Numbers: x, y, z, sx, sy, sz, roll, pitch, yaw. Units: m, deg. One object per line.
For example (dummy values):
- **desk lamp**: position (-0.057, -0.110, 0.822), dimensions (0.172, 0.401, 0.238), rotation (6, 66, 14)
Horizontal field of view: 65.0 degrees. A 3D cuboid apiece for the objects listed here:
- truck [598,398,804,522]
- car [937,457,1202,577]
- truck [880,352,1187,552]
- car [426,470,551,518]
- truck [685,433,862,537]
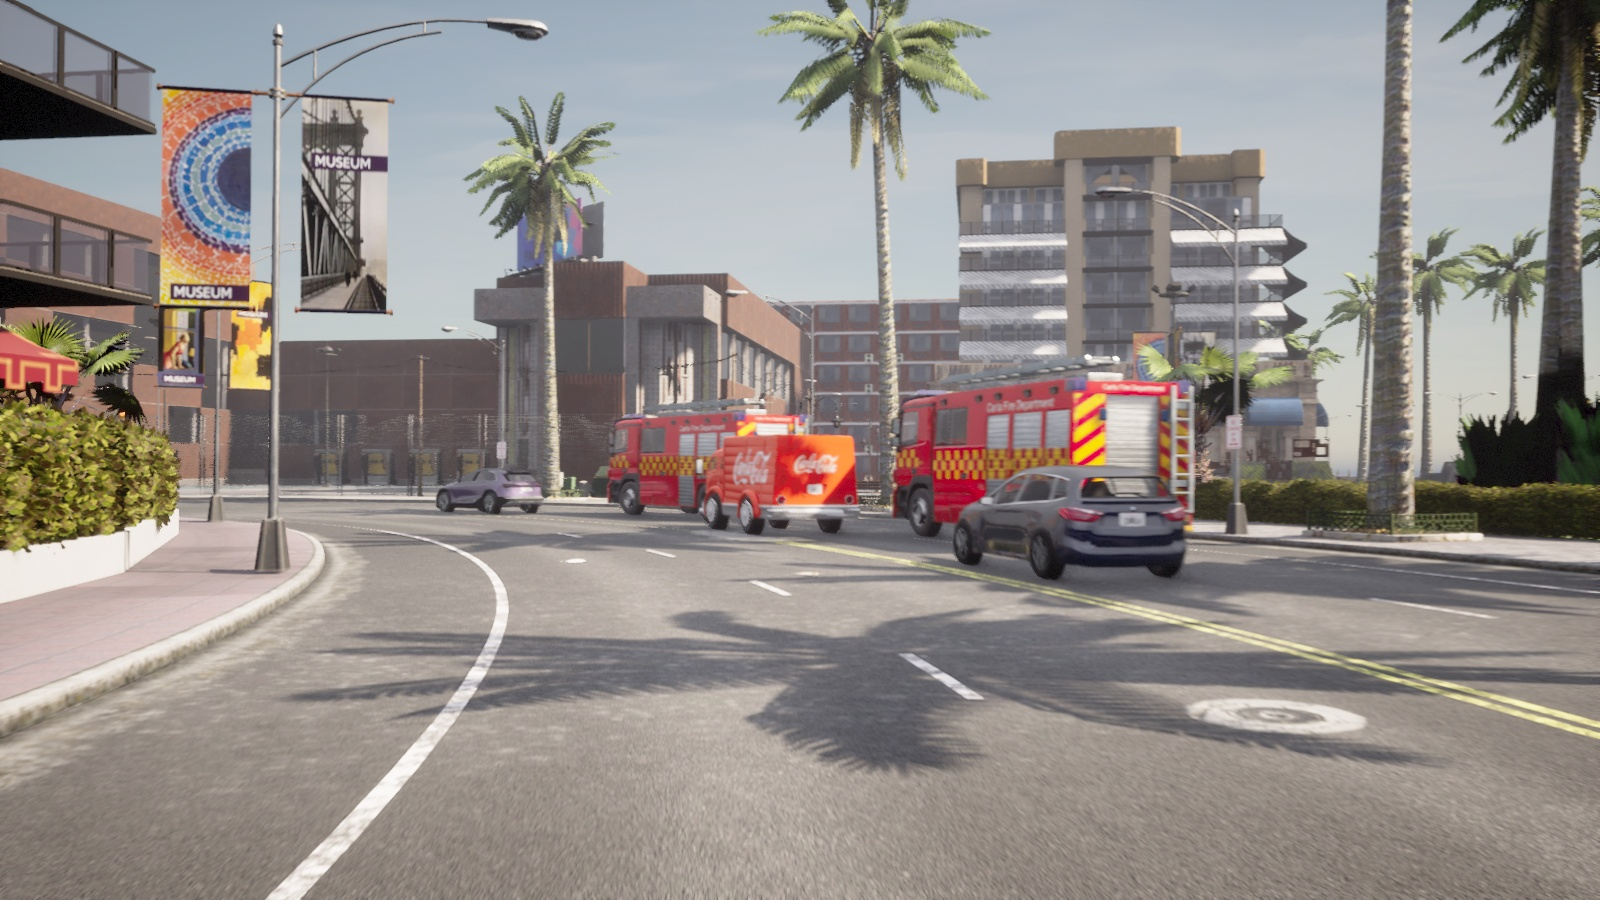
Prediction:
- **truck**: position (-3.589, 0.386, 42.934), dimensions (2.891, 3.827, 8.468), rotation (1, -1, -37)
- **car**: position (4.095, 0.975, 20.037), dimensions (2.242, 1.667, 4.611), rotation (0, -1, -15)
- **truck**: position (4.872, 0.104, 28.498), dimensions (2.891, 3.827, 8.468), rotation (0, -1, -20)
- **car**: position (-11.404, 1.565, 45.764), dimensions (4.856, 1.649, 2.033), rotation (-1, -1, 42)
- **truck**: position (-0.808, 0.875, 32.473), dimensions (2.627, 2.467, 5.204), rotation (0, -1, -26)
